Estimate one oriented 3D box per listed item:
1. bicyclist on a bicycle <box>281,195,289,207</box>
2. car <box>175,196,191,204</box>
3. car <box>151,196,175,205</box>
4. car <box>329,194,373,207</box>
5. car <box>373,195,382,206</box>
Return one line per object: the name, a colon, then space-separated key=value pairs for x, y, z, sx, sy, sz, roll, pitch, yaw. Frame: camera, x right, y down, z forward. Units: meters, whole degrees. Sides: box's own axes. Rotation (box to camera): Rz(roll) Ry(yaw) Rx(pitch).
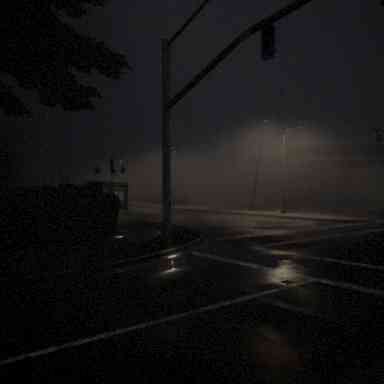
bicyclist on a bicycle: x=12.269 y=1.205 z=44.006 sx=1.656 sy=1.620 sz=0.582 roll=-6 pitch=-7 yaw=-37
car: x=-2.272 y=1.349 z=56.990 sx=2.033 sy=1.411 sz=5.357 roll=0 pitch=0 yaw=-35
car: x=-5.137 y=1.388 z=54.979 sx=1.994 sy=1.385 sz=4.181 roll=0 pitch=0 yaw=-35
car: x=19.846 y=1.036 z=42.364 sx=2.242 sy=1.667 sz=4.611 roll=0 pitch=0 yaw=-35
car: x=24.112 y=1.161 z=46.288 sx=1.970 sy=1.475 sz=3.806 roll=0 pitch=0 yaw=-35
